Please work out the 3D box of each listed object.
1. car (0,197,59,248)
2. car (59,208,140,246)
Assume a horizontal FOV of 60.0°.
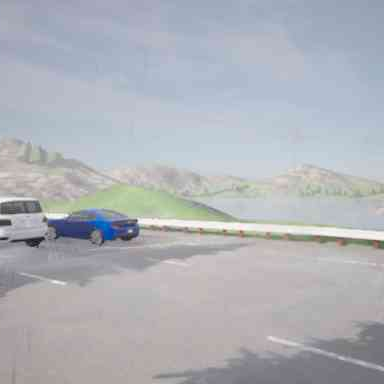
[{"bbox_3d":[-8.269,1.234,13.617,5.566,2.045,2.150,0,0,32],"label":"car"},{"bbox_3d":[-4.704,1.506,15.479,5.008,1.535,1.882,0,0,33],"label":"car"}]
